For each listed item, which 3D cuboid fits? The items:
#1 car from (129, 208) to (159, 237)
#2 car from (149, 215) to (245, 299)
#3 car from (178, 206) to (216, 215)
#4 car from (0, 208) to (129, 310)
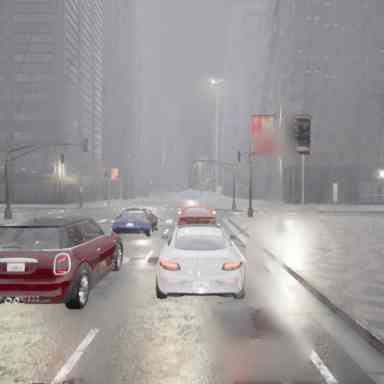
[{"bbox_3d":[-2.984,1.556,18.129,1.994,1.385,4.181,0,0,1],"label":"car"},{"bbox_3d":[0.182,1.523,8.309,1.812,1.442,4.674,0,0,0],"label":"car"},{"bbox_3d":[0.263,1.470,17.638,1.882,1.535,5.008,0,0,0],"label":"car"},{"bbox_3d":[-3.085,1.350,7.996,2.097,1.767,4.553,0,0,0],"label":"car"}]
